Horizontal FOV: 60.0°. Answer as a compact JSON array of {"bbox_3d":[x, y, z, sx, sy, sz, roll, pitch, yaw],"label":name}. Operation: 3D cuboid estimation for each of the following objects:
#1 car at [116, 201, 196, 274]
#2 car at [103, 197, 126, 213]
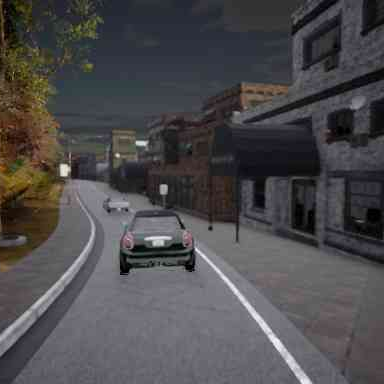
[{"bbox_3d":[-1.238,1.356,10.925,2.097,1.767,4.553,-1,1,-9],"label":"car"},{"bbox_3d":[-7.002,1.065,30.329,1.895,1.301,4.718,-2,3,-21],"label":"car"}]
